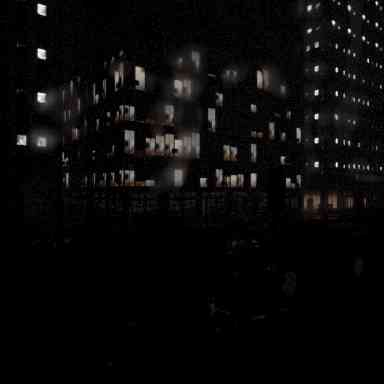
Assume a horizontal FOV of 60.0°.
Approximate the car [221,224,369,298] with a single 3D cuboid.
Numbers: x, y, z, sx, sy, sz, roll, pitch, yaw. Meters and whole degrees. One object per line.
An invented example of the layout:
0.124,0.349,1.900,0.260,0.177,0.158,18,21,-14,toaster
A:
2.760,1.545,8.516,4.507,1.381,1.887,0,0,-35,car
